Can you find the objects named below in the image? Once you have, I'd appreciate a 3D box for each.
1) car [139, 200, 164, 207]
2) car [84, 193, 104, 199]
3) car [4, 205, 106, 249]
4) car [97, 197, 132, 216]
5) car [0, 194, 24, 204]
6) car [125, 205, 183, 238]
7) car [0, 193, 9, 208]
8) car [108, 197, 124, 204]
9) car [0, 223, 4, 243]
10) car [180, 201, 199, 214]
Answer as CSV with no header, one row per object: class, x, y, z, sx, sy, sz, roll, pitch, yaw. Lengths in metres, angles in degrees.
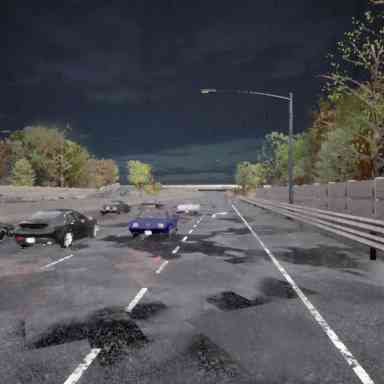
car,-3.951,1.492,33.148,2.128,1.511,4.902,0,0,5
car,-18.828,1.257,64.180,2.150,2.045,5.566,0,0,6
car,-5.643,1.504,14.521,1.837,1.490,4.892,0,0,5
car,-7.478,1.549,33.026,2.033,1.411,5.357,0,0,5
car,-24.267,1.358,43.842,2.097,1.767,4.553,0,0,6
car,-1.832,1.600,17.786,1.895,1.301,4.718,0,0,5
car,-27.667,1.229,45.071,2.150,2.045,5.566,0,0,5
car,-15.103,1.640,66.334,1.895,1.301,4.718,0,0,5
car,-9.296,1.547,13.003,2.033,1.411,5.357,0,0,6
car,-0.270,1.603,34.999,1.895,1.301,4.718,0,0,5
